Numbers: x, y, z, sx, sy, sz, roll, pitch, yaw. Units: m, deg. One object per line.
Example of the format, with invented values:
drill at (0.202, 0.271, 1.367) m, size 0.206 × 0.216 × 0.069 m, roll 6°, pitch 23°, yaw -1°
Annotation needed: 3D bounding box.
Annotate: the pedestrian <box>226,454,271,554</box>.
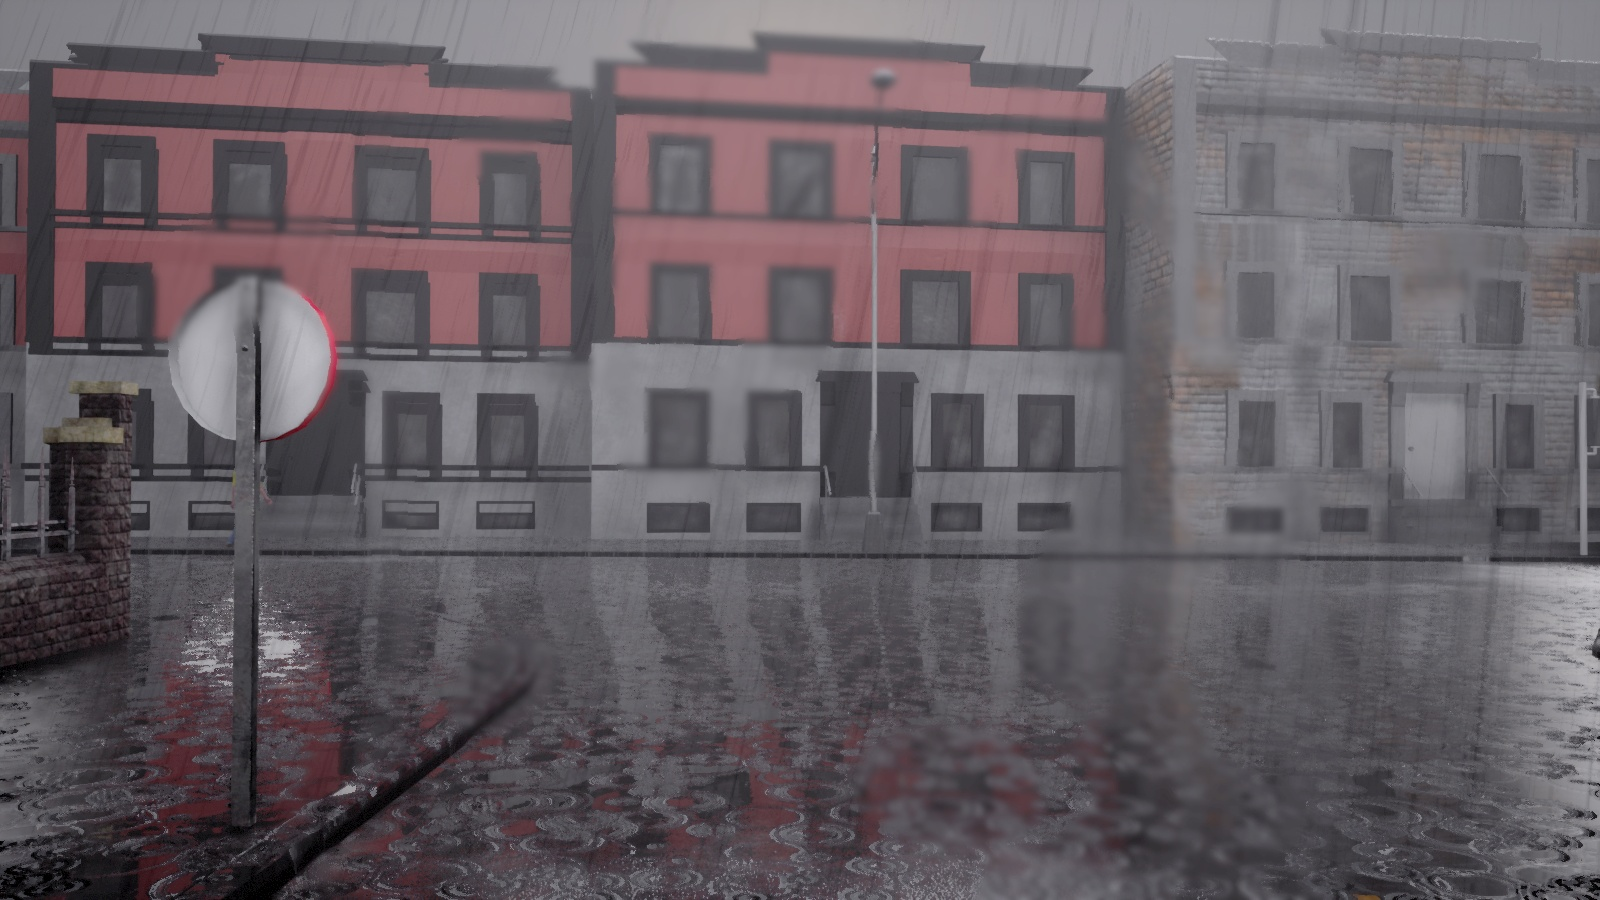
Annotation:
pedestrian at (-10.189, 0.992, 23.186) m, size 0.706 × 1.836 × 0.354 m, roll -1°, pitch -1°, yaw 19°
